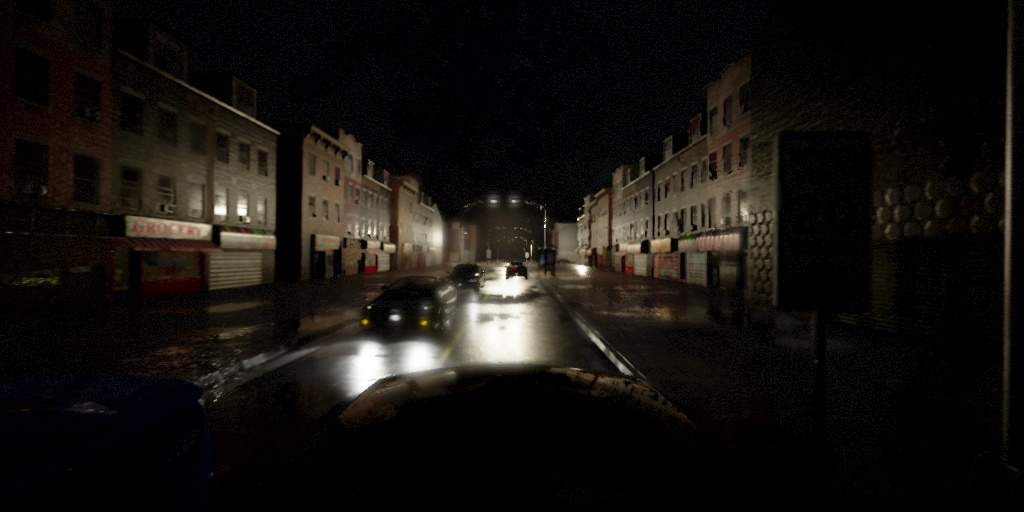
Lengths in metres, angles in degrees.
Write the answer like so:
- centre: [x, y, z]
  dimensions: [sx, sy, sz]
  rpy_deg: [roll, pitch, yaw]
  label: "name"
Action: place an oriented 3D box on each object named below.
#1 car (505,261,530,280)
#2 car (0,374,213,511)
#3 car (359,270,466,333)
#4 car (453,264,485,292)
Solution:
- centre: [0.435, 1.233, 31.084]
  dimensions: [1.837, 1.490, 4.892]
  rpy_deg: [1, 0, 1]
  label: "car"
- centre: [-2.891, 1.200, 0.194]
  dimensions: [1.882, 1.535, 5.008]
  rpy_deg: [1, 0, 1]
  label: "car"
- centre: [-2.751, 1.276, 10.518]
  dimensions: [1.994, 1.385, 4.181]
  rpy_deg: [1, 0, 1]
  label: "car"
- centre: [-2.600, 1.208, 20.685]
  dimensions: [1.837, 1.490, 4.892]
  rpy_deg: [1, 0, 1]
  label: "car"
